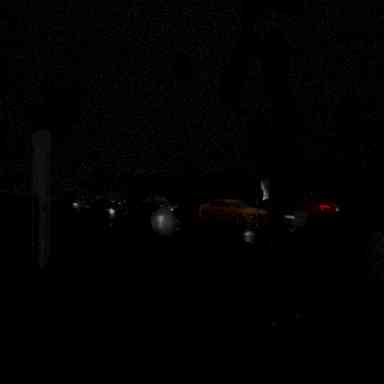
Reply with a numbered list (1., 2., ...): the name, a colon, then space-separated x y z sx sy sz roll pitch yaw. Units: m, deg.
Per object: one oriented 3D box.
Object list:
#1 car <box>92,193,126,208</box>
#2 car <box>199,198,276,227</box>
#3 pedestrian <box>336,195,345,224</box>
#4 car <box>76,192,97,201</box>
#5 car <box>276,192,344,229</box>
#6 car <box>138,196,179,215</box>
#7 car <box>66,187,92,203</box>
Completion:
1. car: -8.924 0.872 36.525 1.837 1.490 4.892 1 1 -36
2. car: 2.448 1.191 20.591 1.882 1.535 5.008 1 1 -36
3. pedestrian: 9.387 1.109 21.158 0.375 1.860 0.375 2 -1 -36
4. car: -16.706 0.686 52.472 1.895 1.301 4.718 1 1 -36
5. car: 6.380 1.001 20.379 2.150 2.045 5.566 1 1 -35
6. car: -2.942 1.074 28.143 1.812 1.442 4.674 1 1 -35
7. car: -16.056 0.377 46.626 2.150 2.045 5.566 1 0 -34
